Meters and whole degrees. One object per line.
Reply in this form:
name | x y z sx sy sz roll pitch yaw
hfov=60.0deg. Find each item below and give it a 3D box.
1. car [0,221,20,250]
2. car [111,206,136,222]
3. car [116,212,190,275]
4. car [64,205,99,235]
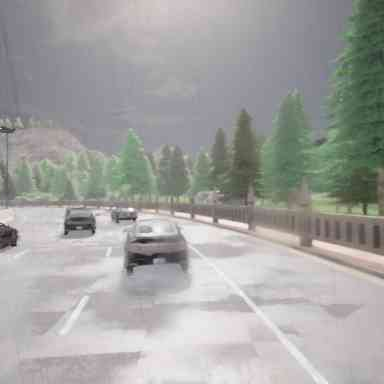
car | -8.980 1.883 14.326 1.994 1.385 4.181 -1 -1 -12
car | -6.201 2.011 30.234 2.033 1.411 5.357 -1 -1 -20
car | -1.264 1.647 11.168 2.128 1.511 4.902 -1 -1 -9
car | -7.314 1.891 22.061 1.837 1.490 4.892 -1 0 -15
